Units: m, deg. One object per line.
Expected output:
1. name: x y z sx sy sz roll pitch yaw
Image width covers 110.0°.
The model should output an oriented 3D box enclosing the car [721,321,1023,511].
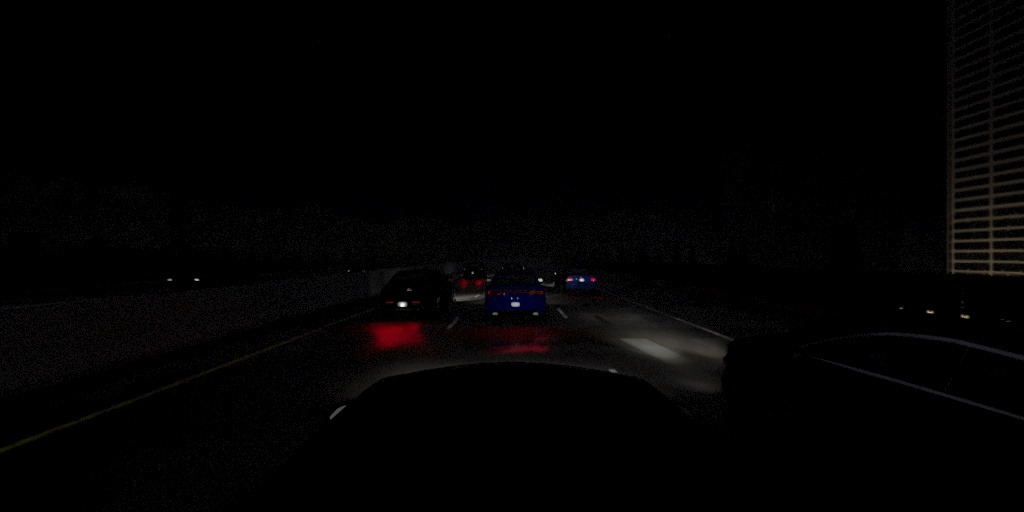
1. car: 3.601 1.241 2.659 2.128 1.511 4.902 0 0 0

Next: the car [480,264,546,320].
1. car: 0.102 1.226 12.701 1.882 1.535 5.008 0 0 0

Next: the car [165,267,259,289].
1. car: -17.592 1.348 21.338 1.895 1.301 4.718 0 0 0

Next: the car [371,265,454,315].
1. car: -3.397 1.253 13.543 1.837 1.490 4.892 0 0 0

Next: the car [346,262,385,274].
1. car: -14.063 1.292 34.957 2.033 1.411 5.357 0 0 0

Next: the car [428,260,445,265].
1. car: -10.531 1.248 50.316 1.837 1.490 4.892 0 0 1

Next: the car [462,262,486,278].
1. car: -3.408 1.270 33.311 1.812 1.442 4.674 0 0 0

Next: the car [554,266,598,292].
1. car: 3.604 1.294 21.033 2.033 1.411 5.357 0 0 0
